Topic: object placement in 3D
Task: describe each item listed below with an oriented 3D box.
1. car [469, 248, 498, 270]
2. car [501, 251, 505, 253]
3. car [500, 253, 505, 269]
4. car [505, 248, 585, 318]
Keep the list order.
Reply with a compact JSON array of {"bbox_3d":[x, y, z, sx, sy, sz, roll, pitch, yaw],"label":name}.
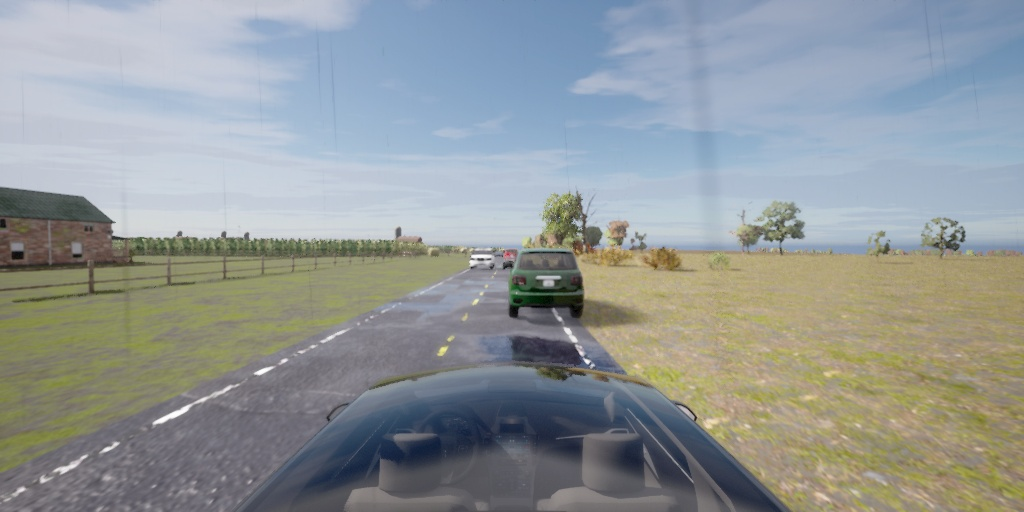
[{"bbox_3d":[-2.841,0.264,35.239,2.150,2.045,5.566,0,1,0],"label":"car"},{"bbox_3d":[0.024,-0.050,49.947,2.150,2.045,5.566,0,1,0],"label":"car"},{"bbox_3d":[0.060,0.624,35.960,1.895,1.301,4.718,0,1,0],"label":"car"},{"bbox_3d":[0.964,0.754,12.093,2.150,2.045,5.566,0,1,0],"label":"car"}]
